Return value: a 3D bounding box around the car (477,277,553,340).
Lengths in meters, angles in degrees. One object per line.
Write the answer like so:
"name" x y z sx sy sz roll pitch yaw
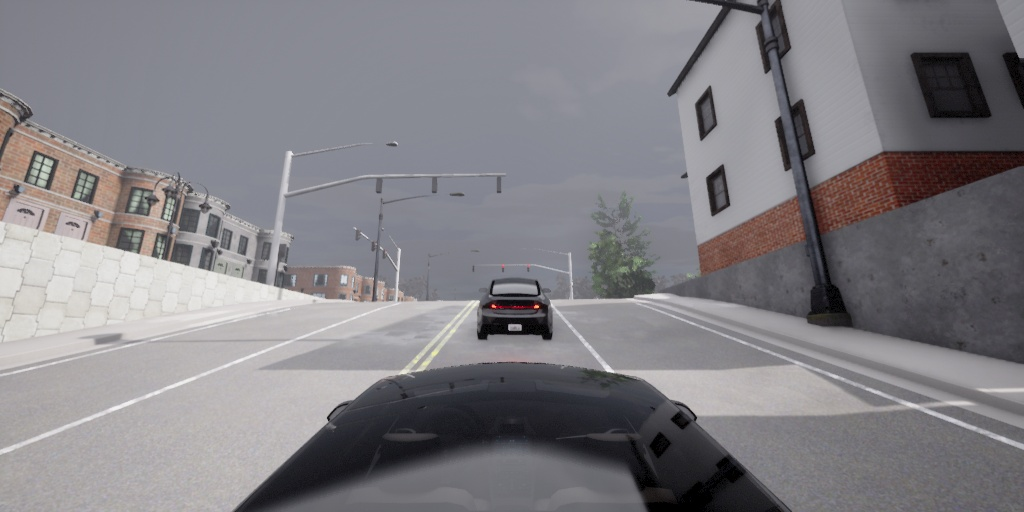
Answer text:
"car" 0.081 1.350 10.332 1.837 1.490 4.892 0 0 0
